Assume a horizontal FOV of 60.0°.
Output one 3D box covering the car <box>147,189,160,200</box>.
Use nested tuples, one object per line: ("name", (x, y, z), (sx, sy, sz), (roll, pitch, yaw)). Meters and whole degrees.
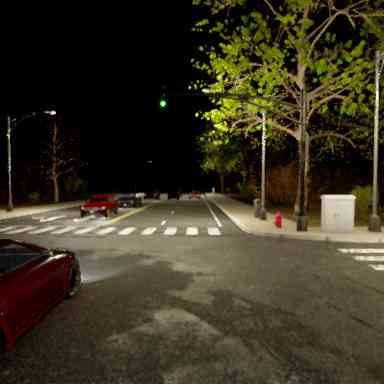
("car", (-6.183, 0.303, 51.605), (2.097, 1.767, 4.553), (0, 1, 1))

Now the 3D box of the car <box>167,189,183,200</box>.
("car", (-2.877, 0.481, 52.696), (2.033, 1.411, 5.357), (0, 1, 1))

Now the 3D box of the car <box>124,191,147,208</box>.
("car", (-6.438, 0.818, 34.881), (2.033, 1.411, 5.357), (0, 1, 1))

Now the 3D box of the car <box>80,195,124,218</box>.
("car", (-6.584, 0.996, 24.215), (1.812, 1.442, 4.674), (0, 1, 1))

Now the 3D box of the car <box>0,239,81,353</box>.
("car", (-3.226, 1.395, 5.060), (1.994, 1.385, 4.181), (0, 2, -1))

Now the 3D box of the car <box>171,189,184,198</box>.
("car", (-2.742, 0.221, 63.111), (2.128, 1.511, 4.902), (0, 1, 1))

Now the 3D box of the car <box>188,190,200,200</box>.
("car", (0.378, 0.530, 53.068), (1.895, 1.301, 4.718), (0, 1, 1))

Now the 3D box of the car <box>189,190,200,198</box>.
("car", (0.507, 0.298, 63.070), (1.994, 1.385, 4.181), (0, 1, 1))
